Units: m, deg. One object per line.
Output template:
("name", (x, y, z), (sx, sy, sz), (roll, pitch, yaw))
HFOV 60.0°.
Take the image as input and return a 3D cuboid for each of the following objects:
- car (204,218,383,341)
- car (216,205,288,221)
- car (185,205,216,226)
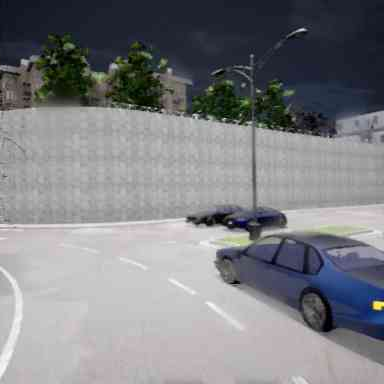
("car", (2.292, 1.536, 6.870), (2.033, 1.411, 5.357), (-1, 0, -21))
("car", (3.905, 1.580, 20.456), (4.181, 1.385, 1.994), (-1, 0, -32))
("car", (2.158, 1.607, 23.486), (5.357, 1.411, 2.033), (-1, 0, -33))
